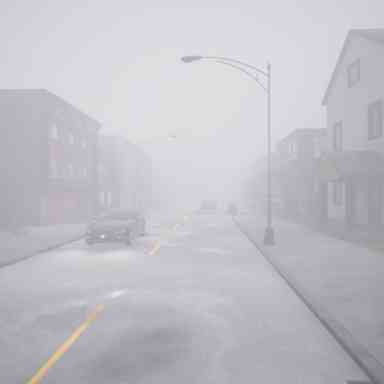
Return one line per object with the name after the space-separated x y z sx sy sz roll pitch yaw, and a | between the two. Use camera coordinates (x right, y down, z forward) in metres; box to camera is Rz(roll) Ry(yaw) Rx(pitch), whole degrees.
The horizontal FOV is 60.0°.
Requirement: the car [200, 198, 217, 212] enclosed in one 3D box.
1.954 1.494 38.887 2.128 1.511 4.902 0 0 3 | car

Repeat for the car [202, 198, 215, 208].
2.451 1.605 48.951 1.895 1.301 4.718 0 0 3 | car

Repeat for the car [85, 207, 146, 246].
-3.391 1.506 15.513 1.837 1.490 4.892 0 0 3 | car
